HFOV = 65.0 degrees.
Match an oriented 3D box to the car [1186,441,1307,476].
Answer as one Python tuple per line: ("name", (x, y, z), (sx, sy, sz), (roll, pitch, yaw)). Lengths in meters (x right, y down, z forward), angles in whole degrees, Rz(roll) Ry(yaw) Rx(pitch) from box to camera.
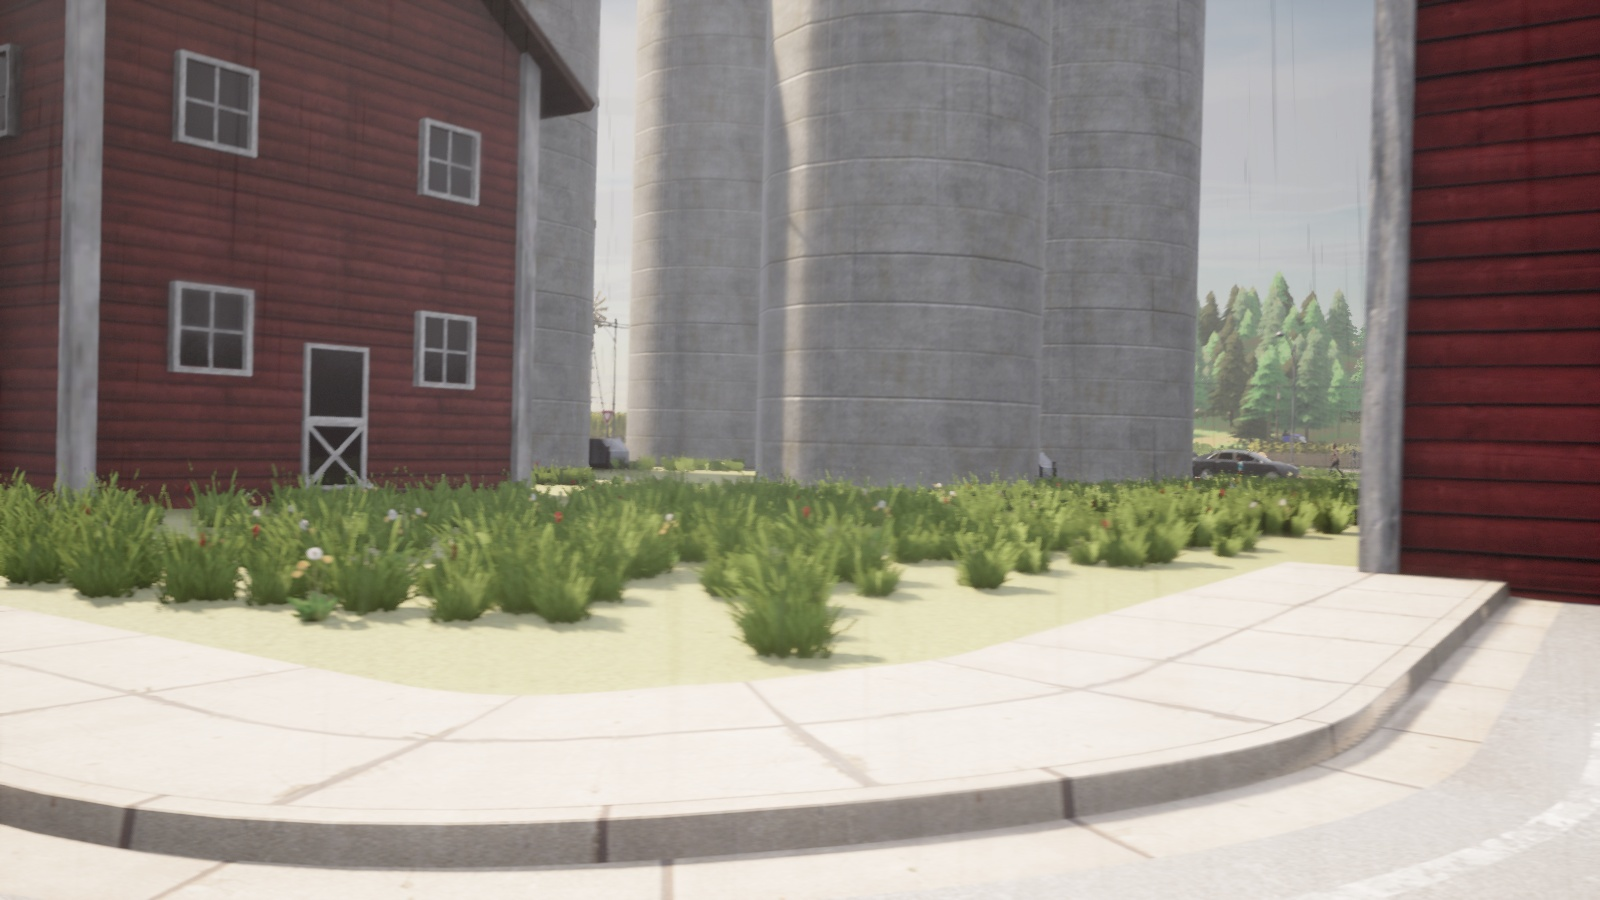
("car", (20.330, 0.379, 57.254), (4.892, 1.490, 1.837), (1, 1, 34))

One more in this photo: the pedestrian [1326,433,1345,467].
("pedestrian", (28.254, 0.001, 66.294), (0.869, 1.805, 0.328), (1, 1, 33))
